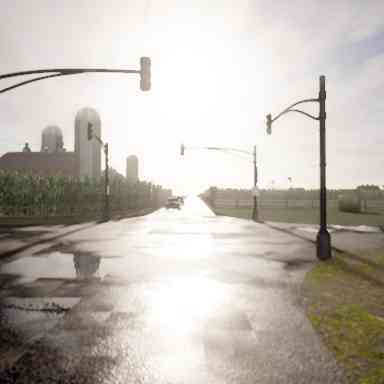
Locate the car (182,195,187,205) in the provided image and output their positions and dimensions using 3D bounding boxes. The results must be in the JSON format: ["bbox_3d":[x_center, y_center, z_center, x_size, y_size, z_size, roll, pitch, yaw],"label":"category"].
[{"bbox_3d":[-2.218,1.556,59.421,1.837,1.490,4.892,0,-1,1],"label":"car"}]

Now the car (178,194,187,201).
[{"bbox_3d":[-2.042,1.223,74.783,1.812,1.442,4.674,0,0,0],"label":"car"}]

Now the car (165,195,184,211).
[{"bbox_3d":[-2.360,1.531,42.121,1.837,1.490,4.892,0,0,0],"label":"car"}]
